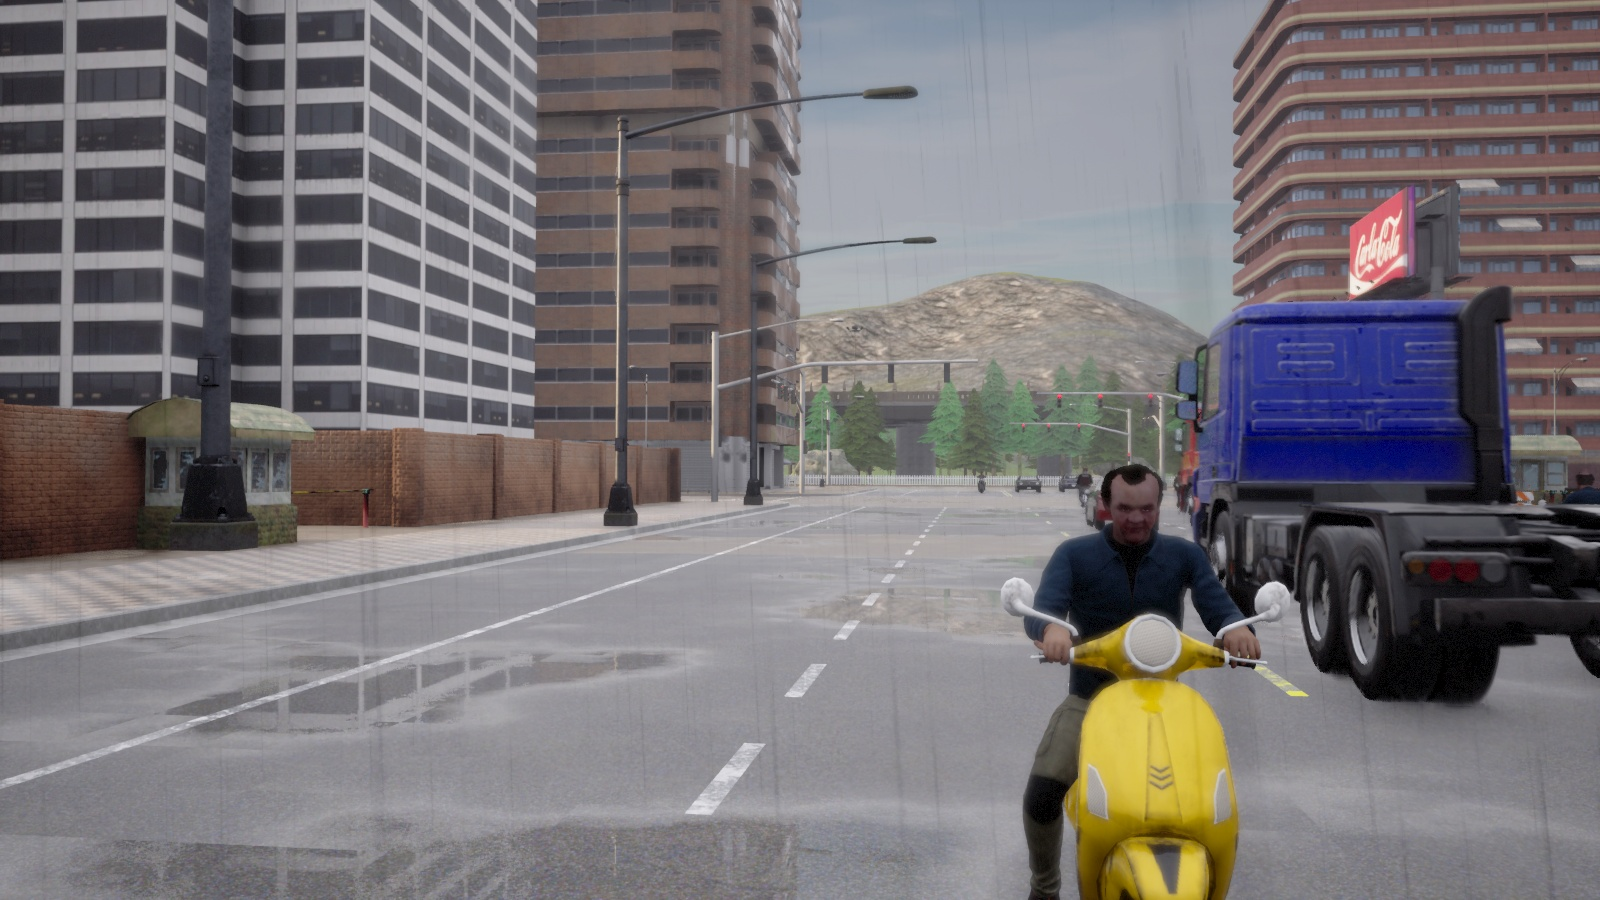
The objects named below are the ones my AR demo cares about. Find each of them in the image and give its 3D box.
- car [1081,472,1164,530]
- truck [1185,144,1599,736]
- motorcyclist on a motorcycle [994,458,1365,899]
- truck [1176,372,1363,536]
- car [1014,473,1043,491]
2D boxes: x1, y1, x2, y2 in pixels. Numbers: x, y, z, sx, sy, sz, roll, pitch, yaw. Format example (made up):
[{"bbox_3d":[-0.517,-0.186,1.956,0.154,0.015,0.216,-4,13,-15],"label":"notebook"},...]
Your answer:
[{"bbox_3d":[8.921,1.379,34.976,1.845,1.501,3.633,0,-1,8],"label":"car"},{"bbox_3d":[5.606,-0.002,11.216,2.891,3.462,7.936,0,-1,8],"label":"truck"},{"bbox_3d":[1.080,0.831,4.042,0.866,1.590,1.817,0,-1,8],"label":"motorcyclist on a motorcycle"},{"bbox_3d":[12.266,0.165,33.677,2.891,3.827,8.468,0,-1,8],"label":"truck"},{"bbox_3d":[17.337,2.444,95.418,1.895,1.301,4.718,0,-1,8],"label":"car"}]
